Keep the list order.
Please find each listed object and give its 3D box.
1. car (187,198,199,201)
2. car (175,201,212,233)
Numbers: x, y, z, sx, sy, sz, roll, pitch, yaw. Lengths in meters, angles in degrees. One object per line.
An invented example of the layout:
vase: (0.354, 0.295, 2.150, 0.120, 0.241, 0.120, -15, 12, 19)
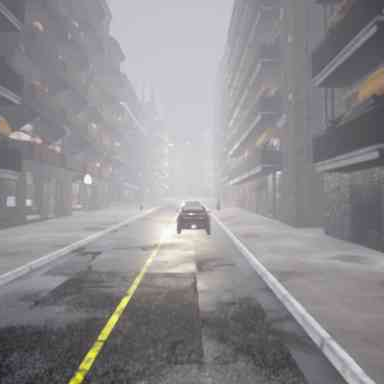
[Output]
car: (0.085, 1.469, 40.696, 2.128, 1.511, 4.902, 0, 0, 0)
car: (0.090, 1.493, 19.410, 1.837, 1.490, 4.892, 0, 0, 0)
